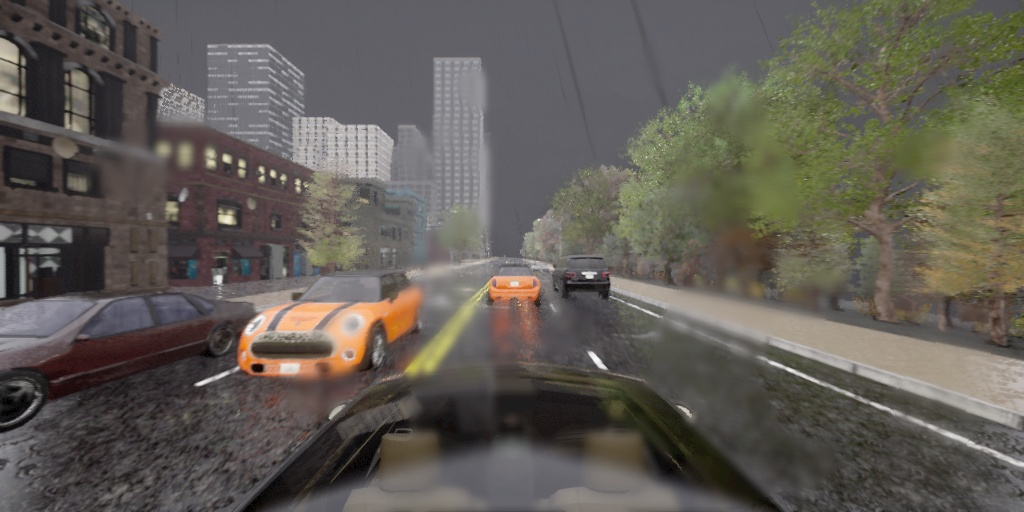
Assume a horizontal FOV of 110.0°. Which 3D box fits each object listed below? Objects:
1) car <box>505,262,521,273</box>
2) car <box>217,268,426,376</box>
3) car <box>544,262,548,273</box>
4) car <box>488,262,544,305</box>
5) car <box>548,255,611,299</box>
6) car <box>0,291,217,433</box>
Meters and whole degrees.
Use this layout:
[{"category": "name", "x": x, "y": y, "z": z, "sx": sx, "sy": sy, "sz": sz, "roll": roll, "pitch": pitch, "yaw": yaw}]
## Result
[{"category": "car", "x": 0.113, "y": 1.382, "z": 44.600, "sx": 1.895, "sy": 1.301, "sz": 4.718, "roll": 0, "pitch": 0, "yaw": 0}, {"category": "car", "x": -3.348, "y": 1.108, "z": 7.661, "sx": 2.097, "sy": 1.767, "sz": 4.553, "roll": 0, "pitch": 0, "yaw": 0}, {"category": "car", "x": 3.365, "y": 1.381, "z": 43.613, "sx": 1.895, "sy": 1.301, "sz": 4.718, "roll": 0, "pitch": 0, "yaw": 0}, {"category": "car", "x": 0.105, "y": 1.115, "z": 16.143, "sx": 2.097, "sy": 1.767, "sz": 4.553, "roll": 0, "pitch": 0, "yaw": 0}, {"category": "car", "x": 3.356, "y": 0.986, "z": 18.190, "sx": 2.150, "sy": 2.045, "sz": 5.566, "roll": 0, "pitch": 0, "yaw": 0}, {"category": "car", "x": -6.600, "y": 1.301, "z": 5.746, "sx": 2.033, "sy": 1.411, "sz": 5.357, "roll": 0, "pitch": 0, "yaw": 0}]
